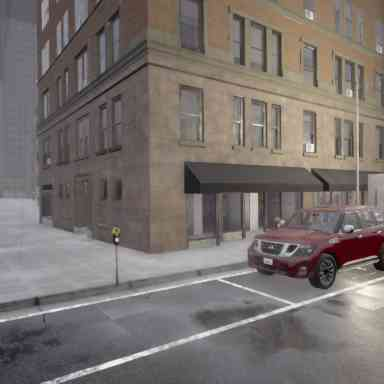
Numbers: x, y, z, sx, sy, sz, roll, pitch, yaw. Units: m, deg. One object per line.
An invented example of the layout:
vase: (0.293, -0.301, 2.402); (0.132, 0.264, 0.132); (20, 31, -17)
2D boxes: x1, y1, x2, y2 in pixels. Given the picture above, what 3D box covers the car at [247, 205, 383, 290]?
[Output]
car: (3.829, 1.313, 9.286); (5.009, 1.841, 2.192); (0, -1, -36)
